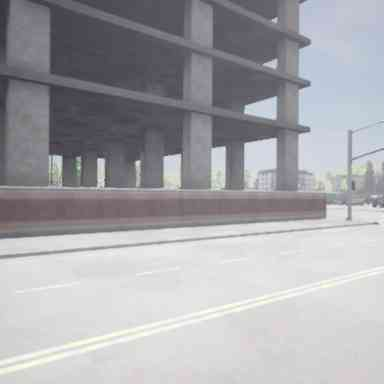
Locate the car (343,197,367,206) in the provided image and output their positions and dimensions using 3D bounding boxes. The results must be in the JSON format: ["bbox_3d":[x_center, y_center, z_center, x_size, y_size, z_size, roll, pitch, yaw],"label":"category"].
[{"bbox_3d":[32.968,2.108,67.280,3.806,1.475,1.970,1,0,-35],"label":"car"}]

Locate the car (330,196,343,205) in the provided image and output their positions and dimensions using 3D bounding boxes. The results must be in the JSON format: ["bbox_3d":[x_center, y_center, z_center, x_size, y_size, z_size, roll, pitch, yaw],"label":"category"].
[{"bbox_3d":[31.298,2.077,69.645,3.905,1.438,1.784,1,0,-35],"label":"car"}]

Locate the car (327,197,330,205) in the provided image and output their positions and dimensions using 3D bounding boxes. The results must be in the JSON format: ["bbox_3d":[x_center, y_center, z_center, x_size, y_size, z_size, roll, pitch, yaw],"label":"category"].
[{"bbox_3d":[29.710,1.866,71.809,4.605,1.855,1.932,1,0,-35],"label":"car"}]

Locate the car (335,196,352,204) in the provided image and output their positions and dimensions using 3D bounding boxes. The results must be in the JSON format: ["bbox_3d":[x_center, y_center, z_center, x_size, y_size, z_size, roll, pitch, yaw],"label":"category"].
[{"bbox_3d":[38.805,2.029,85.034,4.605,1.855,1.932,1,0,-35],"label":"car"}]

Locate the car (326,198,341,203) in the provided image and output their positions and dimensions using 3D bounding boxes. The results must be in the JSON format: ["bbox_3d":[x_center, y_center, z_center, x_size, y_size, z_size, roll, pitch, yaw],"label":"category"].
[{"bbox_3d":[37.184,2.241,87.435,3.905,1.438,1.784,1,0,-35],"label":"car"}]
